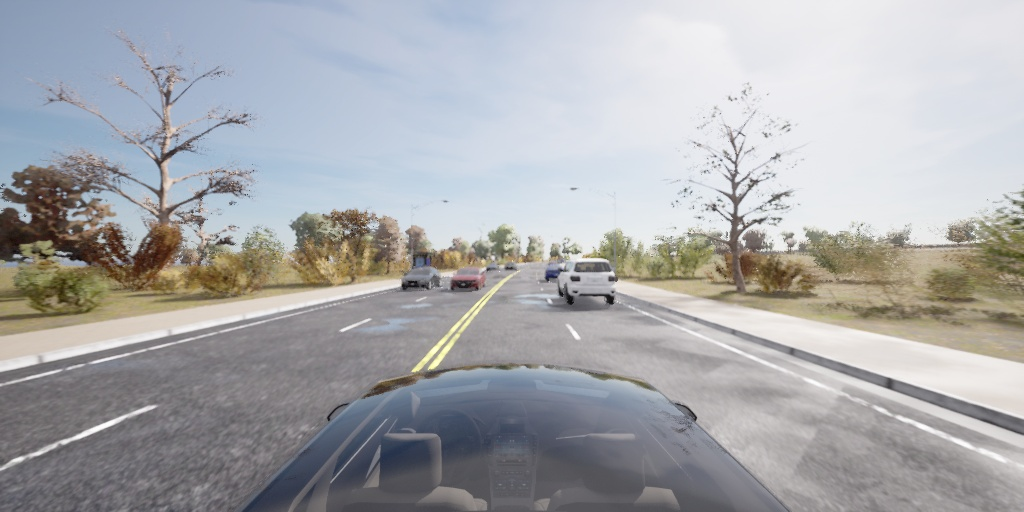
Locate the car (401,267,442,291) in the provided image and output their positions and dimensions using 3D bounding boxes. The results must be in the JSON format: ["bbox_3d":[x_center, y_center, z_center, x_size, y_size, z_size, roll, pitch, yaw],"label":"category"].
[{"bbox_3d":[-6.142,1.542,24.860,1.837,1.490,4.892,0,-1,2],"label":"car"}]

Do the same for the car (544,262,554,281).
[{"bbox_3d":[4.289,1.645,35.874,1.882,1.535,5.008,0,-1,3],"label":"car"}]

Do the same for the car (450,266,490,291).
[{"bbox_3d":[-2.903,1.511,24.540,1.882,1.535,5.008,0,-1,2],"label":"car"}]

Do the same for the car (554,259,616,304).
[{"bbox_3d":[3.595,1.179,17.983,2.150,2.045,5.566,0,-1,1],"label":"car"}]
